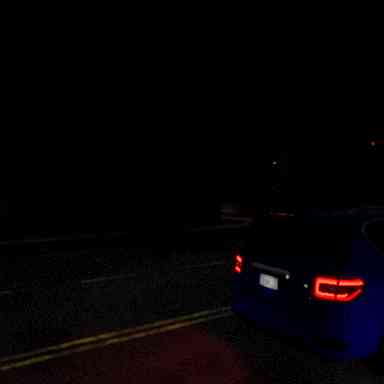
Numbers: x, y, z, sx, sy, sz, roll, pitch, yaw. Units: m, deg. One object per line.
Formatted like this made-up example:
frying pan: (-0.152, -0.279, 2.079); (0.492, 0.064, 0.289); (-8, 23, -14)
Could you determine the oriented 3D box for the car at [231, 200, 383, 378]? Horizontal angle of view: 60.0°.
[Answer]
car: (3.217, 1.205, 5.610); (5.566, 2.045, 2.150); (0, 0, -33)
